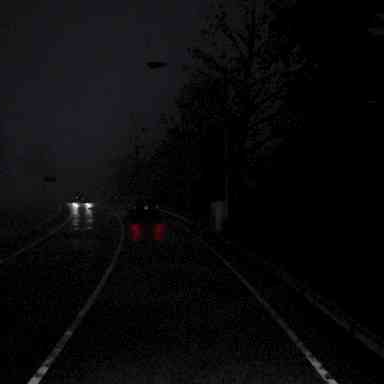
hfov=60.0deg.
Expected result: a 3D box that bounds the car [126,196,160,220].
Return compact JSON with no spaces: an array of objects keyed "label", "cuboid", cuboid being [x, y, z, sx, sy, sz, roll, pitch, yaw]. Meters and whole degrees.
[{"label":"car","cuboid":[-3.713,1.062,24.831,2.097,1.767,4.553,1,1,-16]}]

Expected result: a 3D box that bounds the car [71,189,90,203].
[{"label":"car","cuboid":[-13.793,0.478,41.105,1.837,1.490,4.892,1,2,-25]}]

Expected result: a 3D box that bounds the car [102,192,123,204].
[{"label":"car","cuboid":[-9.954,0.657,41.515,2.033,1.411,5.357,1,2,-25]}]
